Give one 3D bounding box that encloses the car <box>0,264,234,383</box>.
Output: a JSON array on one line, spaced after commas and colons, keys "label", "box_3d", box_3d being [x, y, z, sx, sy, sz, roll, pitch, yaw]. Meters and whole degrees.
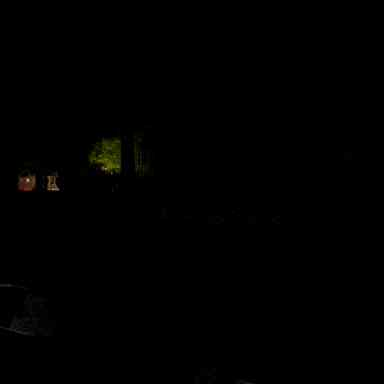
[{"label": "car", "box_3d": [-1.581, 1.564, 3.950, 4.313, 1.339, 1.947, 0, -1, 36]}]
